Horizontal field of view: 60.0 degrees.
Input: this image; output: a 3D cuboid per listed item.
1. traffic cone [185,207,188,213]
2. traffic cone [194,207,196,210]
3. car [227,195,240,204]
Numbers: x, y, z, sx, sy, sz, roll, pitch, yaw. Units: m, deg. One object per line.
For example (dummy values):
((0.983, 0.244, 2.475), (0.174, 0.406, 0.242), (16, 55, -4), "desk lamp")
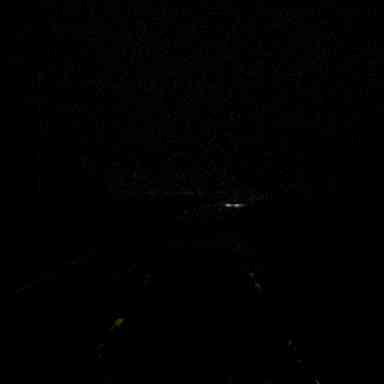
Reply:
((-0.602, 1.906, 35.091), (0.340, 0.580, 0.340), (0, 0, 10), "traffic cone")
((0.362, 1.895, 40.060), (0.340, 0.580, 0.340), (0, 0, 12), "traffic cone")
((7.596, 1.377, 60.810), (1.882, 1.535, 5.008), (0, 0, 13), "car")
